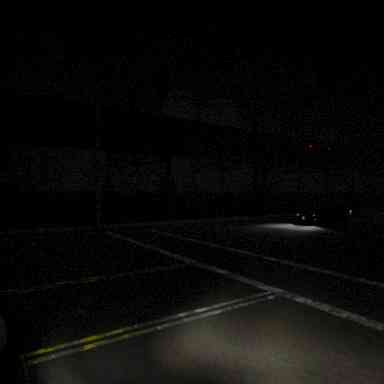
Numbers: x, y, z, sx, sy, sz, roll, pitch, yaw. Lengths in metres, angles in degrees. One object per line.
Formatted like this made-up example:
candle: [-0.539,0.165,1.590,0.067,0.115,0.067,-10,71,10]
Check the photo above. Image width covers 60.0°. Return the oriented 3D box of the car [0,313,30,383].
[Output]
car: [-3.640,1.223,1.180,5.566,2.045,2.150,0,0,-35]

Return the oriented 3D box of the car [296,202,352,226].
car: [9.402,1.490,23.601,4.892,1.490,1.837,0,0,-36]
